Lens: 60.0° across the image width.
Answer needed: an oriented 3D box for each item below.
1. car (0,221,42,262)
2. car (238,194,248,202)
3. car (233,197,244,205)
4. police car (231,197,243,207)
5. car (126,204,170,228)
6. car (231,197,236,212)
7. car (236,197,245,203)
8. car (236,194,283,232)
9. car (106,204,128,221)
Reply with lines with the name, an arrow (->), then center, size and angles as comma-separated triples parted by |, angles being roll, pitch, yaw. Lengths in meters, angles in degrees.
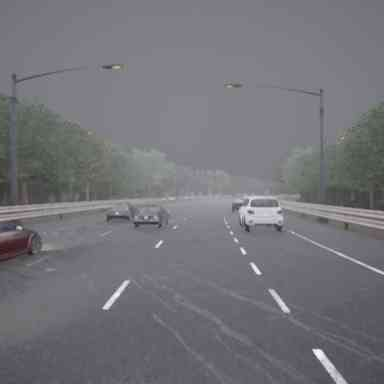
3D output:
car -> -6.691, 1.598, 10.854 | 1.994, 1.385, 4.181 | 0, 0, 2
car -> 13.732, 1.573, 89.064 | 2.150, 2.045, 5.566 | 0, 0, 13
car -> 9.494, 1.807, 68.109 | 2.033, 1.411, 5.357 | 0, 0, 10
police car -> 7.796, 1.724, 57.570 | 2.038, 1.542, 4.974 | 0, 0, 8
car -> -2.679, 1.630, 22.924 | 2.033, 1.411, 5.357 | 0, 0, 3
car -> 5.884, 1.635, 41.413 | 1.882, 1.535, 5.008 | 0, 0, 6
car -> 11.470, 1.830, 78.599 | 1.812, 1.442, 4.674 | 0, 0, 11
car -> 4.237, 1.303, 21.108 | 2.150, 2.045, 5.566 | 0, 0, 3
car -> -5.807, 1.665, 28.402 | 1.994, 1.385, 4.181 | 0, 0, 4
